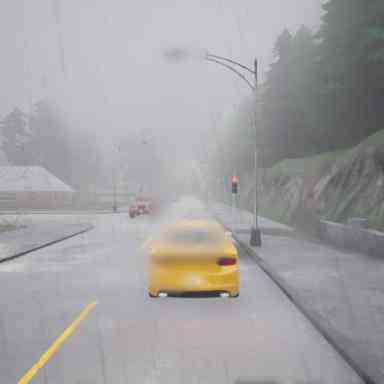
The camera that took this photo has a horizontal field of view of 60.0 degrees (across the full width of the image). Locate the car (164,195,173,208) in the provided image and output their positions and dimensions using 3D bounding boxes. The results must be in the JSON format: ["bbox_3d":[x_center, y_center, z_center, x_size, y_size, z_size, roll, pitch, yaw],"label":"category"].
[{"bbox_3d":[-4.080,1.563,46.234,1.994,1.385,4.181,0,0,0],"label":"car"}]

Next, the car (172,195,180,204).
[{"bbox_3d":[-4.023,1.351,63.843,2.097,1.767,4.553,0,0,0],"label":"car"}]

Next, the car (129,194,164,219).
[{"bbox_3d":[-4.088,1.220,29.584,2.150,2.045,5.566,0,0,0],"label":"car"}]

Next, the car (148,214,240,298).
[{"bbox_3d":[0.056,1.478,8.569,1.882,1.535,5.008,0,0,1],"label":"car"}]

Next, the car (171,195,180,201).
[{"bbox_3d":[-3.969,1.408,79.468,1.994,1.385,4.181,0,0,0],"label":"car"}]
